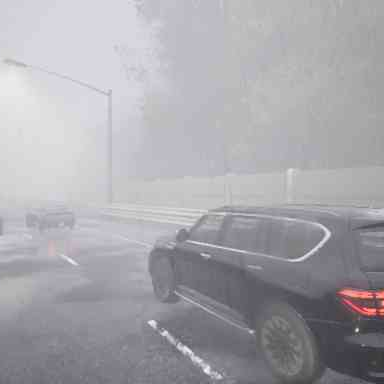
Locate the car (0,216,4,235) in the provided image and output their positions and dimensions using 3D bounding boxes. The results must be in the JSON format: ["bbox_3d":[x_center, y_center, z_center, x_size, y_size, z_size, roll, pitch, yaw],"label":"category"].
[{"bbox_3d":[-11.414,1.502,17.775,1.837,1.490,4.892,0,0,-39],"label":"car"}]

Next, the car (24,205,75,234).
[{"bbox_3d":[-8.433,1.488,19.518,2.128,1.511,4.902,0,0,-39],"label":"car"}]

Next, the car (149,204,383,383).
[{"bbox_3d":[1.176,1.222,5.725,2.150,2.045,5.566,0,0,-30],"label":"car"}]

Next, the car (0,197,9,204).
[{"bbox_3d":[-35.000,1.552,61.083,1.994,1.385,4.181,0,0,-7],"label":"car"}]
